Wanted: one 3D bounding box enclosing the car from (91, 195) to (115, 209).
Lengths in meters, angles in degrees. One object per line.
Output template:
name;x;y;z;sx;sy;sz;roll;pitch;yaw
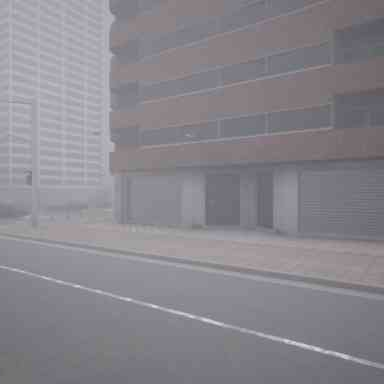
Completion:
car;-12.816;1.505;44.169;1.837;1.490;4.892;0;0;35

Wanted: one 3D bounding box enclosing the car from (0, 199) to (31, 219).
car;-16.091;1.547;26.840;2.033;1.411;5.357;0;0;37

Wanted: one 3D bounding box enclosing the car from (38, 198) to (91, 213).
car;-13.907;1.601;36.478;1.895;1.301;4.718;0;0;35
